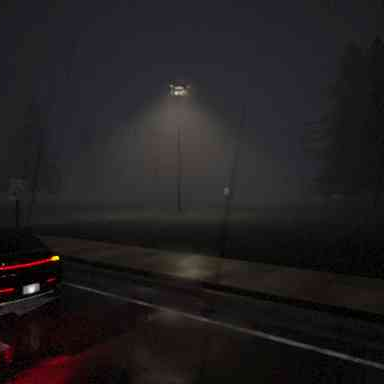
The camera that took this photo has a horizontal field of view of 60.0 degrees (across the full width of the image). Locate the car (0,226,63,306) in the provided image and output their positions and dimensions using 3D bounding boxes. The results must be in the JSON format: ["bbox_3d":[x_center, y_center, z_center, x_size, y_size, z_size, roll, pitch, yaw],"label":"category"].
[{"bbox_3d":[-4.830,1.501,7.283,4.892,1.490,1.837,-1,-1,35],"label":"car"}]
